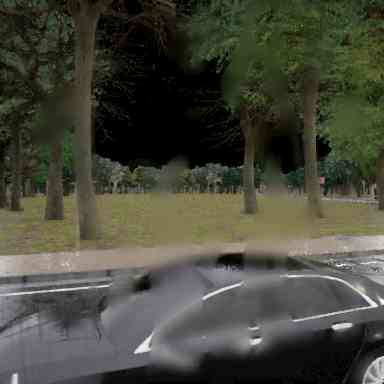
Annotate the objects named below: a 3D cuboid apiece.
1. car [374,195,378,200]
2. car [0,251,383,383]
[{"bbox_3d":[41.092,1.245,71.898,2.128,1.511,4.902,0,0,5],"label":"car"},{"bbox_3d":[0.281,1.505,3.691,4.892,1.490,1.837,0,0,-19],"label":"car"}]
